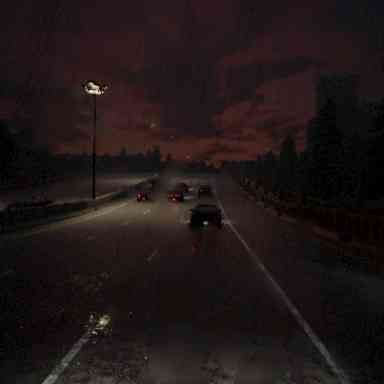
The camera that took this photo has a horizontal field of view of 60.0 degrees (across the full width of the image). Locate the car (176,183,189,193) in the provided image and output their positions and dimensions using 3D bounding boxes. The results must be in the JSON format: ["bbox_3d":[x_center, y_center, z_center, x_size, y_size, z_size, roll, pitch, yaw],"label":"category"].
[{"bbox_3d":[-1.524,-0.689,50.551,1.994,1.385,4.181,1,7,2],"label":"car"}]

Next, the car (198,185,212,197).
[{"bbox_3d":[1.813,-0.226,46.200,2.128,1.511,4.902,1,7,2],"label":"car"}]

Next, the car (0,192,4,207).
[{"bbox_3d":[-19.939,0.864,30.977,1.837,1.490,4.892,1,3,2],"label":"car"}]

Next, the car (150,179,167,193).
[{"bbox_3d":[-5.040,-1.006,50.100,2.150,2.045,5.566,1,7,2],"label":"car"}]

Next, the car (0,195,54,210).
[{"bbox_3d":[-13.013,1.050,27.069,2.128,1.511,4.902,1,2,2],"label":"car"}]

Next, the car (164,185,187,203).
[{"bbox_3d":[-1.916,0.365,40.261,1.837,1.490,4.892,1,5,2],"label":"car"}]

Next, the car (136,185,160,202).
[{"bbox_3d":[-5.413,0.352,40.306,1.812,1.442,4.674,1,5,2],"label":"car"}]

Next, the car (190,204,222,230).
[{"bbox_3d":[0.843,1.457,20.365,1.812,1.442,4.674,1,1,2],"label":"car"}]
